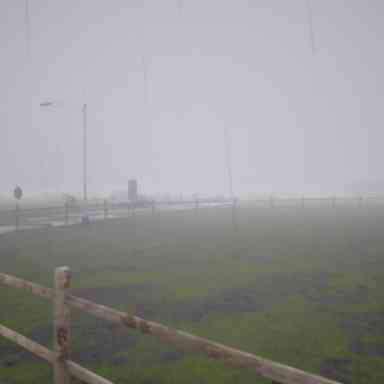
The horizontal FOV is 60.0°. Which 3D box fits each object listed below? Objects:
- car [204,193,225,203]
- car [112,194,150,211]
[{"bbox_3d":[3.636,0.936,52.802,1.812,1.442,4.674,1,1,32],"label":"car"},{"bbox_3d":[-6.363,0.986,34.990,2.097,1.767,4.553,0,1,27],"label":"car"}]
